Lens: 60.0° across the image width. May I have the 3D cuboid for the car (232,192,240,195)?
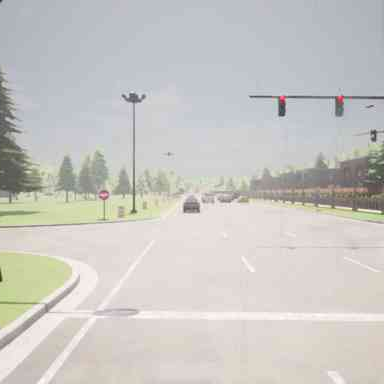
[{"bbox_3d":[10.393,1.056,78.557,2.150,2.045,5.566,0,0,0],"label":"car"}]

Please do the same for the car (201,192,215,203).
[{"bbox_3d":[3.408,1.220,68.128,2.150,2.045,5.566,0,0,0],"label":"car"}]

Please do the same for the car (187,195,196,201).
[{"bbox_3d":[-0.107,1.371,78.513,2.033,1.411,5.357,0,0,0],"label":"car"}]

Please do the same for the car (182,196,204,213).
[{"bbox_3d":[-0.051,1.491,37.480,2.128,1.511,4.902,0,0,0],"label":"car"}]

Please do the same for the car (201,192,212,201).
[{"bbox_3d":[3.393,1.056,78.548,2.150,2.045,5.566,0,0,0],"label":"car"}]

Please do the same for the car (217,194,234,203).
[{"bbox_3d":[6.907,1.563,68.519,1.994,1.385,4.181,0,0,0],"label":"car"}]

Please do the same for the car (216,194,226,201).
[{"bbox_3d":[6.893,1.309,78.522,1.882,1.535,5.008,0,0,0],"label":"car"}]

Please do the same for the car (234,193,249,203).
[{"bbox_3d":[10.408,1.476,68.107,1.882,1.535,5.008,0,0,0],"label":"car"}]
